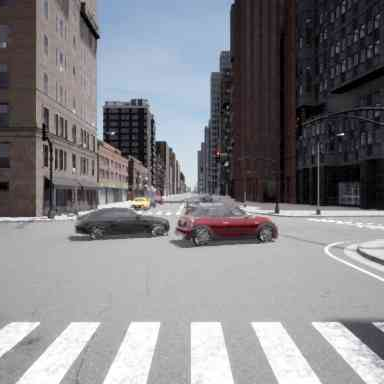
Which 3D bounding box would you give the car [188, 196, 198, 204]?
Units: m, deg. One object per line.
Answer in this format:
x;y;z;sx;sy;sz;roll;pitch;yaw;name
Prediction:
0.232;1.567;66.427;1.994;1.385;4.181;0;0;0;car

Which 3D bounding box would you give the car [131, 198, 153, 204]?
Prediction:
-6.514;1.481;42.186;1.882;1.535;5.008;0;0;0;car

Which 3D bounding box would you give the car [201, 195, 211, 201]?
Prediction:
3.411;1.492;81.372;2.128;1.511;4.902;0;0;0;car

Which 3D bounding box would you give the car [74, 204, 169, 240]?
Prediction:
-3.460;1.528;16.737;4.674;1.442;1.812;0;0;-19;car

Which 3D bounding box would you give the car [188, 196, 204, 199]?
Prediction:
0.113;1.495;40.671;2.128;1.511;4.902;0;0;1;car

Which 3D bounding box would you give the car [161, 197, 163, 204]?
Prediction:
-6.440;1.482;61.857;1.882;1.535;5.008;0;0;0;car

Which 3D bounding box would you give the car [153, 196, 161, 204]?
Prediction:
-6.481;1.569;51.436;1.994;1.385;4.181;0;0;1;car

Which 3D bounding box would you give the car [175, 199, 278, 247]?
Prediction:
1.590;1.355;15.074;4.553;1.767;2.097;0;0;-19;car

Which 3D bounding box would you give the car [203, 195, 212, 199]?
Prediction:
3.391;1.525;70.952;2.128;1.511;4.902;0;0;0;car
